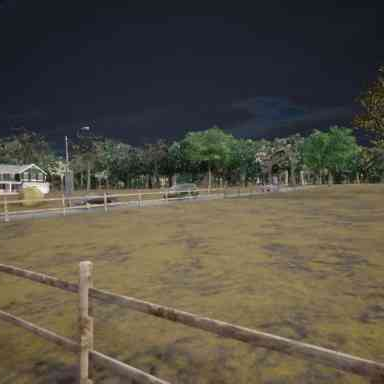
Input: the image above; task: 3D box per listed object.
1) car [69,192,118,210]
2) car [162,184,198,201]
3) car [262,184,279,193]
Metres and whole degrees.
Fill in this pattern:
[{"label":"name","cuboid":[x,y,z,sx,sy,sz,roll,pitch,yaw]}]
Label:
[{"label":"car","cuboid":[-9.219,0.793,31.433,1.837,1.490,4.892,-3,1,36]},{"label":"car","cuboid":[-1.432,-0.006,42.362,2.150,2.045,5.566,-3,0,36]},{"label":"car","cuboid":[13.779,-0.651,58.627,1.994,1.385,4.181,-3,1,36]}]
